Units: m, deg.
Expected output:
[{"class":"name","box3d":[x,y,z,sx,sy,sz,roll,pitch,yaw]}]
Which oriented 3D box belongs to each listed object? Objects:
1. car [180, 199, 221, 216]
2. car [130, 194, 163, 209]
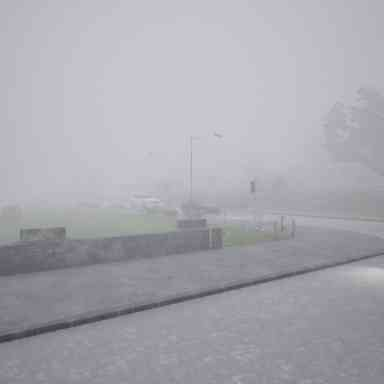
[{"class":"car","box3d":[0.785,1.478,33.139,1.882,1.535,5.008,0,0,-36]},{"class":"car","box3d":[-5.908,1.220,42.531,2.150,2.045,5.566,0,0,-36]}]
